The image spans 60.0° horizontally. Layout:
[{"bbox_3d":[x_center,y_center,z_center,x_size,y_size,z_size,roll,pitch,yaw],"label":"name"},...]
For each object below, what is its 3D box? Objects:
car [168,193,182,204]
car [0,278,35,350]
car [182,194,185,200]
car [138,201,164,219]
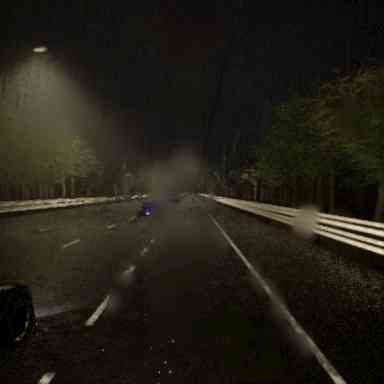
[{"bbox_3d":[-3.521,1.277,64.805,2.150,2.045,5.566,0,0,0],"label":"car"},{"bbox_3d":[-3.493,1.556,3.627,1.994,1.385,4.181,0,0,0],"label":"car"},{"bbox_3d":[-3.531,1.542,90.452,1.882,1.535,5.008,0,0,0],"label":"car"},{"bbox_3d":[-3.506,1.530,28.761,1.812,1.442,4.674,0,0,0],"label":"car"}]
